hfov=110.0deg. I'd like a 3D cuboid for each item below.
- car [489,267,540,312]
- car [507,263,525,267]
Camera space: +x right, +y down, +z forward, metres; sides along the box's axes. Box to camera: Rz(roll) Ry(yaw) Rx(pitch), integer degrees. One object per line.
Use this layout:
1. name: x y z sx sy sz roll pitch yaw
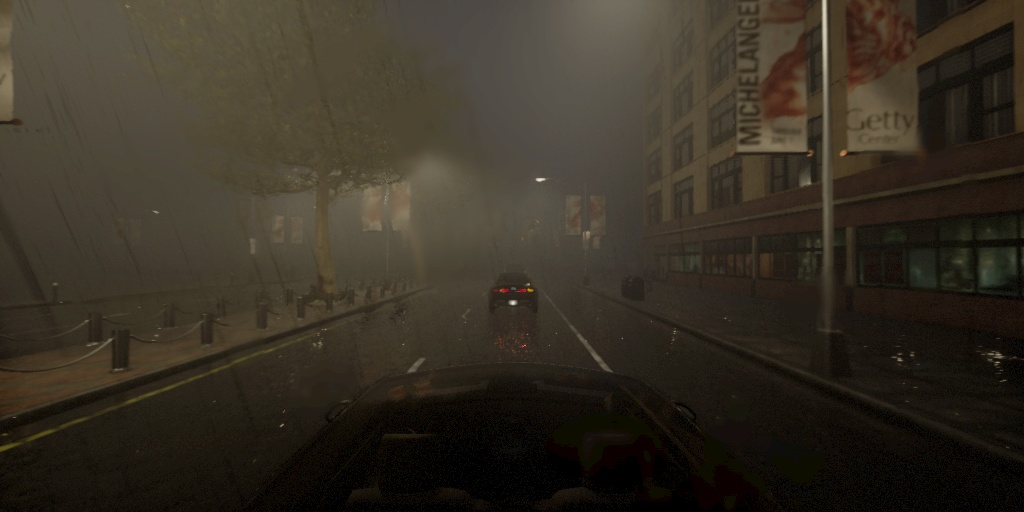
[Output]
1. car: 0.086 1.392 15.003 1.837 1.490 4.892 0 0 1
2. car: 0.370 1.386 29.917 2.097 1.767 4.553 0 -1 3
